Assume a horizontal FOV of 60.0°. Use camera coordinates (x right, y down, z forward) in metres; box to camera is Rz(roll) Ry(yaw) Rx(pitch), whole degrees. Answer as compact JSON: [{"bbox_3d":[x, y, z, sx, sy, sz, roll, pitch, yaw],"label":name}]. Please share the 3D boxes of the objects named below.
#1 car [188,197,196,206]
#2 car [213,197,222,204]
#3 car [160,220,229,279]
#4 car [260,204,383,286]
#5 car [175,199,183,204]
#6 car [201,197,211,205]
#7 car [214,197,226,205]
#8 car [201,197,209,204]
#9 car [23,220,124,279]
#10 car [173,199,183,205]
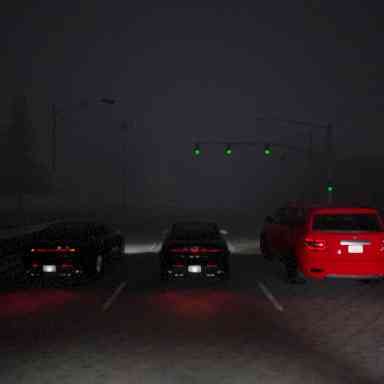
[{"bbox_3d":[-0.010,2.473,79.914,2.128,1.511,4.902,0,-1,0],"label":"car"},{"bbox_3d":[6.988,2.268,90.308,2.097,1.767,4.553,0,-1,0],"label":"car"},{"bbox_3d":[0.074,1.631,10.427,1.837,1.490,4.892,0,-1,0],"label":"car"},{"bbox_3d":[3.573,1.345,9.921,2.150,2.045,5.566,0,0,0],"label":"car"},{"bbox_3d":[-3.512,2.509,90.363,1.895,1.301,4.718,0,-1,0],"label":"car"},{"bbox_3d":[3.490,2.309,80.303,2.097,1.767,4.553,0,-1,0],"label":"car"},{"bbox_3d":[6.990,2.448,79.915,1.837,1.490,4.892,0,-1,0],"label":"car"},{"bbox_3d":[3.488,2.268,90.307,2.097,1.767,4.553,0,-1,0],"label":"car"},{"bbox_3d":[-3.427,1.631,10.458,1.837,1.490,4.892,0,-1,0],"label":"car"},{"bbox_3d":[-3.510,2.478,80.330,1.812,1.442,4.674,0,-1,0],"label":"car"}]
